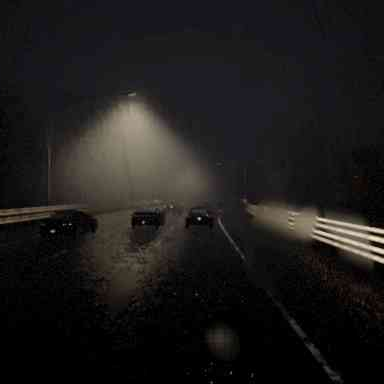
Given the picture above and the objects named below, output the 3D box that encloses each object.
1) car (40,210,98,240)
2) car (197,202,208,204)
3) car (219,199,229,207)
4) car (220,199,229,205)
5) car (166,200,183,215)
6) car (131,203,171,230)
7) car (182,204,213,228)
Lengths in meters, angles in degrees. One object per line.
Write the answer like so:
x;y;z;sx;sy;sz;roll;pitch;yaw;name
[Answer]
-6.630;1.716;18.272;1.812;1.442;4.674;0;-1;1;car
1.334;2.008;41.895;2.033;1.411;5.357;0;-1;3;car
6.376;2.269;66.866;1.837;1.490;4.892;0;-1;7;car
7.317;2.258;75.212;1.994;1.385;4.181;0;-1;5;car
-2.241;1.793;40.474;2.097;1.767;4.553;0;-1;3;car
-2.978;1.741;23.453;2.128;1.511;4.902;0;-1;2;car
0.568;1.830;24.750;1.994;1.385;4.181;0;-1;2;car
